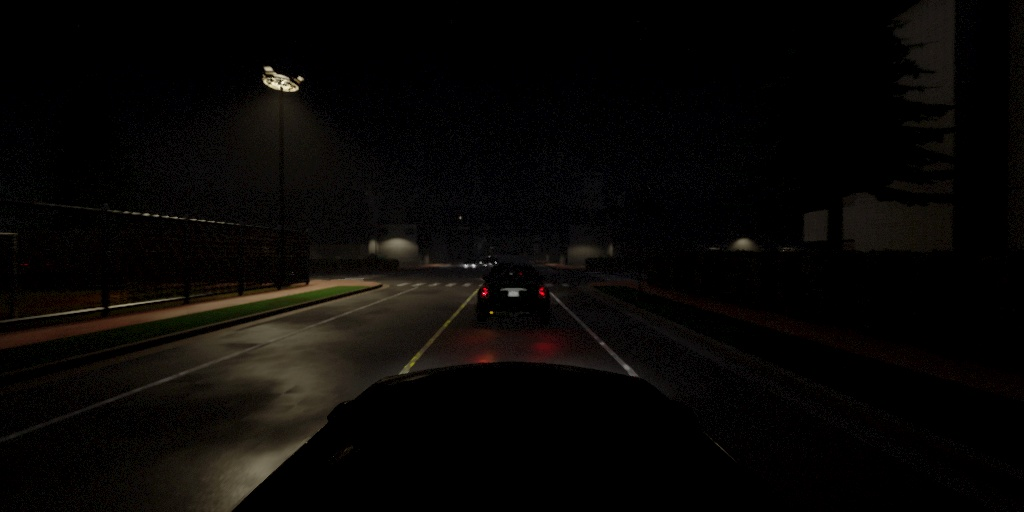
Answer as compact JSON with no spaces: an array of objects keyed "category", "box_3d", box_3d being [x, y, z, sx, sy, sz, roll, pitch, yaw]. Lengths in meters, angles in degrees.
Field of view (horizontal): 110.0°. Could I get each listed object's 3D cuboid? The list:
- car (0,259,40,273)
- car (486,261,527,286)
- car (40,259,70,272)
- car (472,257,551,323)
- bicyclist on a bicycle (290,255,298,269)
[{"category":"car","box_3d":[-50.250,1.023,35.464,4.892,1.490,1.837,0,0,8]},{"category":"car","box_3d":[-0.514,1.138,24.950,2.033,1.411,5.357,0,0,-10]},{"category":"car","box_3d":[-51.063,1.056,39.114,4.181,1.385,1.994,0,0,6]},{"category":"car","box_3d":[0.054,1.027,11.858,2.097,1.767,4.553,0,0,0]},{"category":"bicyclist on a bicycle","box_3d":[-26.049,0.764,42.892,0.582,1.620,1.656,0,1,0]}]
